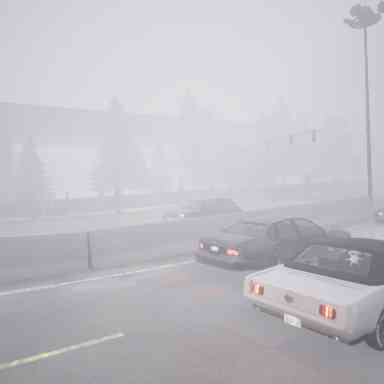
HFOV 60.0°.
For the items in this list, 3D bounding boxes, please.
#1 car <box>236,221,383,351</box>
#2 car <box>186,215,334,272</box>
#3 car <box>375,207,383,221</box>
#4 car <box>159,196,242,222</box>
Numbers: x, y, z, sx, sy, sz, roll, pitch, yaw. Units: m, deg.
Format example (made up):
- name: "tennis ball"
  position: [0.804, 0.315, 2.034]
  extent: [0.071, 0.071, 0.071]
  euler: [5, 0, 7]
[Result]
- name: "car"
  position: [3.251, 1.506, 6.092]
  extent: [4.718, 1.301, 1.895]
  euler: [-2, 1, -36]
- name: "car"
  position: [2.616, 1.400, 9.944]
  extent: [5.357, 1.411, 2.033]
  euler: [-3, 1, -36]
- name: "car"
  position: [10.764, 0.867, 15.808]
  extent: [5.357, 1.411, 2.033]
  euler: [-4, 2, -36]
- name: "car"
  position: [0.515, 1.104, 17.306]
  extent: [4.553, 1.767, 2.097]
  euler: [-4, 2, -36]
